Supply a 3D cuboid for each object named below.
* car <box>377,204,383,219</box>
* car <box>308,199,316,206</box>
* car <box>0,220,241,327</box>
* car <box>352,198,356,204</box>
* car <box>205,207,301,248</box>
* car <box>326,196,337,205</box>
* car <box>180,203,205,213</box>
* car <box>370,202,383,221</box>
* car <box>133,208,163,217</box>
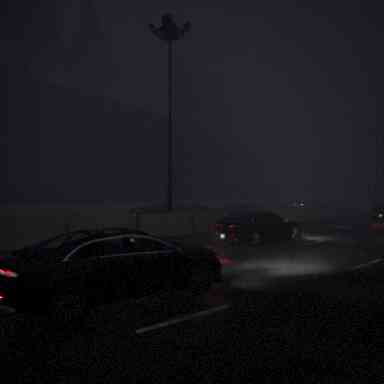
[{"bbox_3d":[13.124,1.580,19.701,4.902,1.511,2.128,0,0,-43],"label":"car"},{"bbox_3d":[23.231,1.866,64.334,1.994,1.385,4.181,0,0,34],"label":"car"},{"bbox_3d":[-1.499,1.533,7.162,4.902,1.511,2.128,0,0,-38],"label":"car"},{"bbox_3d":[30.226,1.830,62.251,2.033,1.411,5.357,0,0,34],"label":"car"},{"bbox_3d":[3.124,1.584,15.397,4.892,1.490,1.837,0,0,-40],"label":"car"},{"bbox_3d":[26.495,1.521,62.940,2.150,2.045,5.566,0,0,34],"label":"car"},{"bbox_3d":[-0.059,1.732,31.579,4.181,1.385,1.994,0,0,-43],"label":"car"},{"bbox_3d":[16.624,1.633,28.102,1.837,1.490,4.892,0,0,44],"label":"car"},{"bbox_3d":[-3.876,1.781,32.780,4.718,1.301,1.895,0,0,-42],"label":"car"}]
